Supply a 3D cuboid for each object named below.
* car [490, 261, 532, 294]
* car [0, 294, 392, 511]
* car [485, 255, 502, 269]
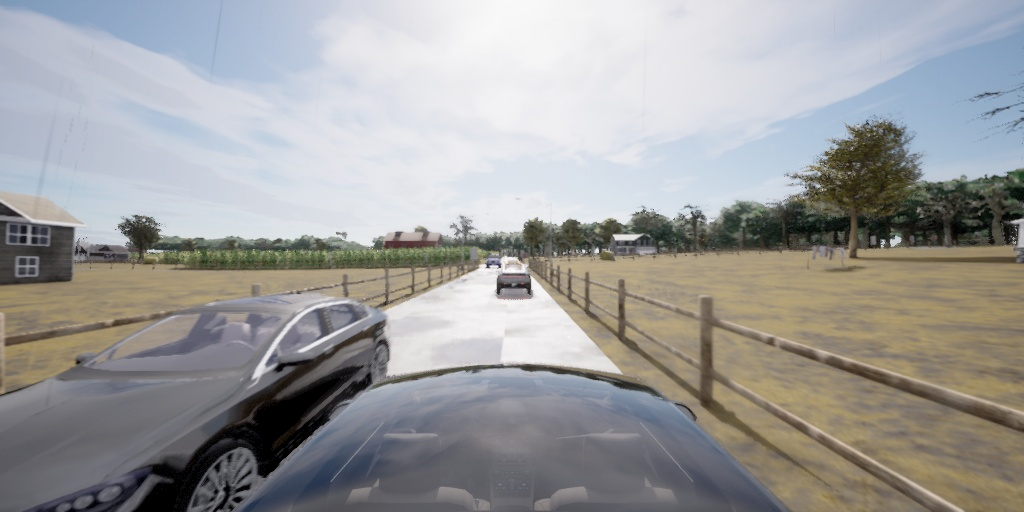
[{"bbox_3d":[0.103,1.222,20.086,2.128,1.511,4.902,0,0,0],"label":"car"},{"bbox_3d":[-2.849,1.242,3.908,2.128,1.511,4.902,0,0,0],"label":"car"},{"bbox_3d":[-2.747,0.817,54.351,2.150,2.045,5.566,0,0,0],"label":"car"}]
